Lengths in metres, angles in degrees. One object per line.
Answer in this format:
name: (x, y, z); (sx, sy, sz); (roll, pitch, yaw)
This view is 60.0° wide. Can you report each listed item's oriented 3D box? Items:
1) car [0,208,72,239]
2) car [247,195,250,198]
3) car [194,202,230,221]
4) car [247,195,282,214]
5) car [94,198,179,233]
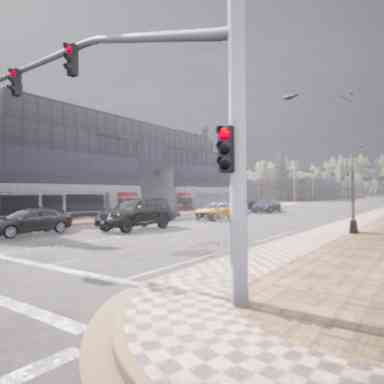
car: (-9.458, 1.756, 19.466); (1.837, 1.490, 4.892); (-1, -1, 37)
car: (5.976, 1.465, 40.923); (2.150, 2.045, 5.566); (-1, 0, 36)
car: (2.079, 1.682, 29.501); (1.882, 1.535, 5.008); (-1, 0, 36)
car: (8.697, 1.558, 38.702); (2.097, 1.767, 4.553); (-1, -1, 36)
car: (-3.614, 1.426, 21.576); (2.150, 2.045, 5.566); (-1, -1, 36)
